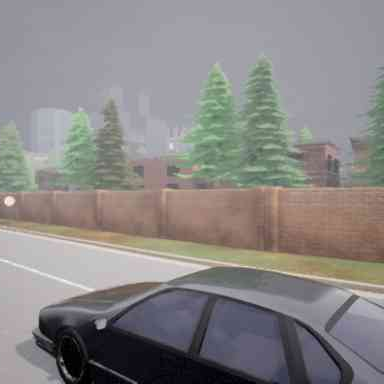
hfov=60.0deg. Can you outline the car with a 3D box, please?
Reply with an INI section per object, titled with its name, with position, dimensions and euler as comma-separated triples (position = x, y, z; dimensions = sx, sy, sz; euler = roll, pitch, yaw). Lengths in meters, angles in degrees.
[car]
position = 0.420, 1.597, 3.605
dimensions = 5.357, 1.411, 2.033
euler = -1, -1, 37
